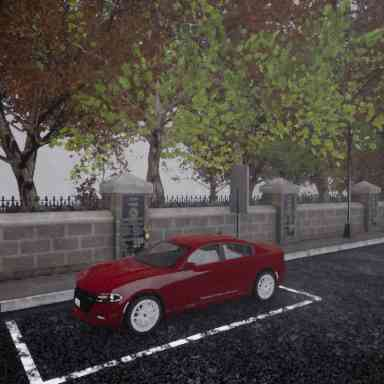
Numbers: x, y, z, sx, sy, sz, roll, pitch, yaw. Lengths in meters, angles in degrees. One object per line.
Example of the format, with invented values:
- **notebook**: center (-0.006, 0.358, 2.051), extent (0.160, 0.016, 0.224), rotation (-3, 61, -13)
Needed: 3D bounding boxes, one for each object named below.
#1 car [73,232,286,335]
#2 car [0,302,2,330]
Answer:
- **car**: center (-0.027, 1.545, 6.702), extent (4.507, 1.381, 1.887), rotation (0, 0, -36)
- **car**: center (-4.504, 1.551, 3.439), extent (4.403, 1.369, 2.008), rotation (0, 0, -36)
